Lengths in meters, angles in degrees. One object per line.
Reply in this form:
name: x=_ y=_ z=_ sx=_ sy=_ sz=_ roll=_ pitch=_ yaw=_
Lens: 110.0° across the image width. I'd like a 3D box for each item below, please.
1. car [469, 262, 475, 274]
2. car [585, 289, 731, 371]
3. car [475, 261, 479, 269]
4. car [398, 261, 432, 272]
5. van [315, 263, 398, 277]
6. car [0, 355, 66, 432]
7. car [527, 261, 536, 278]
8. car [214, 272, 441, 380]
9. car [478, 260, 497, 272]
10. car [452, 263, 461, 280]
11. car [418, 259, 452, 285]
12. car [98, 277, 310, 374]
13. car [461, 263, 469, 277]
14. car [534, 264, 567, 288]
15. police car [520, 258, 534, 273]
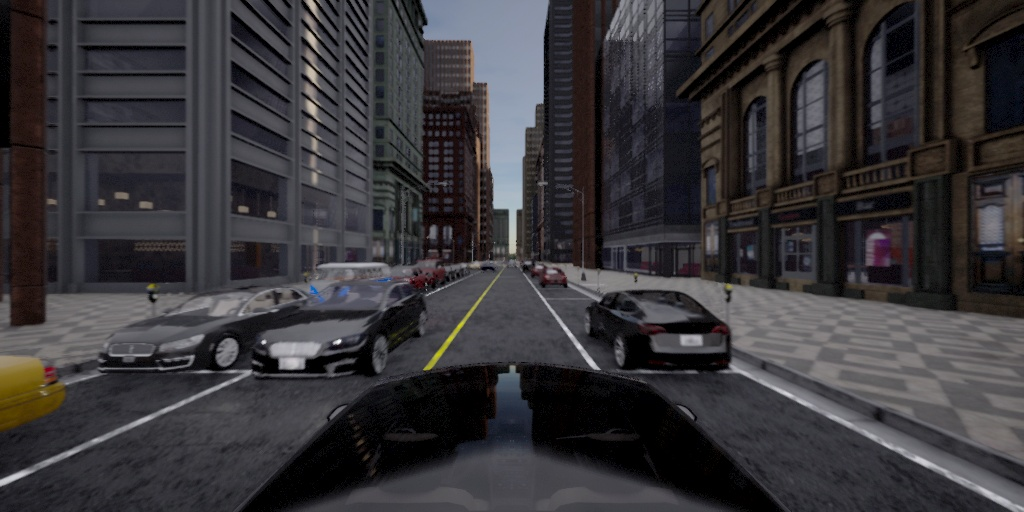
car: x=-5.778 y=1.471 z=41.397 sx=2.007 sy=1.370 sz=4.403 roll=0 pitch=0 yaw=0
car: x=2.760 y=1.341 z=7.588 sx=1.948 sy=1.339 sz=4.313 roll=0 pitch=0 yaw=0
car: x=-5.784 y=1.526 z=58.136 sx=1.751 sy=1.417 sz=4.829 roll=0 pitch=0 yaw=0
car: x=-5.769 y=1.261 z=18.850 sx=1.967 sy=1.591 sz=4.097 roll=0 pitch=0 yaw=0
van: x=-5.767 y=1.138 z=13.214 sx=1.690 sy=1.789 sz=3.998 roll=0 pitch=0 yaw=0
car: x=-5.763 y=1.275 z=1.772 sx=1.751 sy=1.417 sz=4.829 roll=0 pitch=0 yaw=0
car: x=2.750 y=1.478 z=35.769 sx=1.802 sy=1.307 sz=4.207 roll=0 pitch=0 yaw=0
car: x=-3.102 y=1.265 z=7.508 sx=2.128 sy=1.511 sz=4.902 roll=0 pitch=0 yaw=0
car: x=-3.096 y=1.556 z=48.828 sx=1.895 sy=1.301 sz=4.718 roll=0 pitch=0 yaw=0
car: x=-5.773 y=1.436 z=30.124 sx=1.948 sy=1.339 sz=4.313 roll=0 pitch=0 yaw=0
car: x=-5.771 y=1.160 z=24.488 sx=2.192 sy=1.841 sz=5.009 roll=0 pitch=0 yaw=0
car: x=-5.765 y=1.324 z=7.577 sx=2.007 sy=1.370 sz=4.403 roll=0 pitch=0 yaw=0
car: x=-5.776 y=1.460 z=35.760 sx=1.948 sy=1.339 sz=4.313 roll=0 pitch=0 yaw=0
car: x=2.754 y=1.430 z=24.497 sx=1.802 sy=1.307 sz=4.207 roll=0 pitch=0 yaw=0
police car: x=2.349 y=1.379 z=48.408 sx=1.930 sy=1.638 sz=5.238 roll=0 pitch=0 yaw=0
